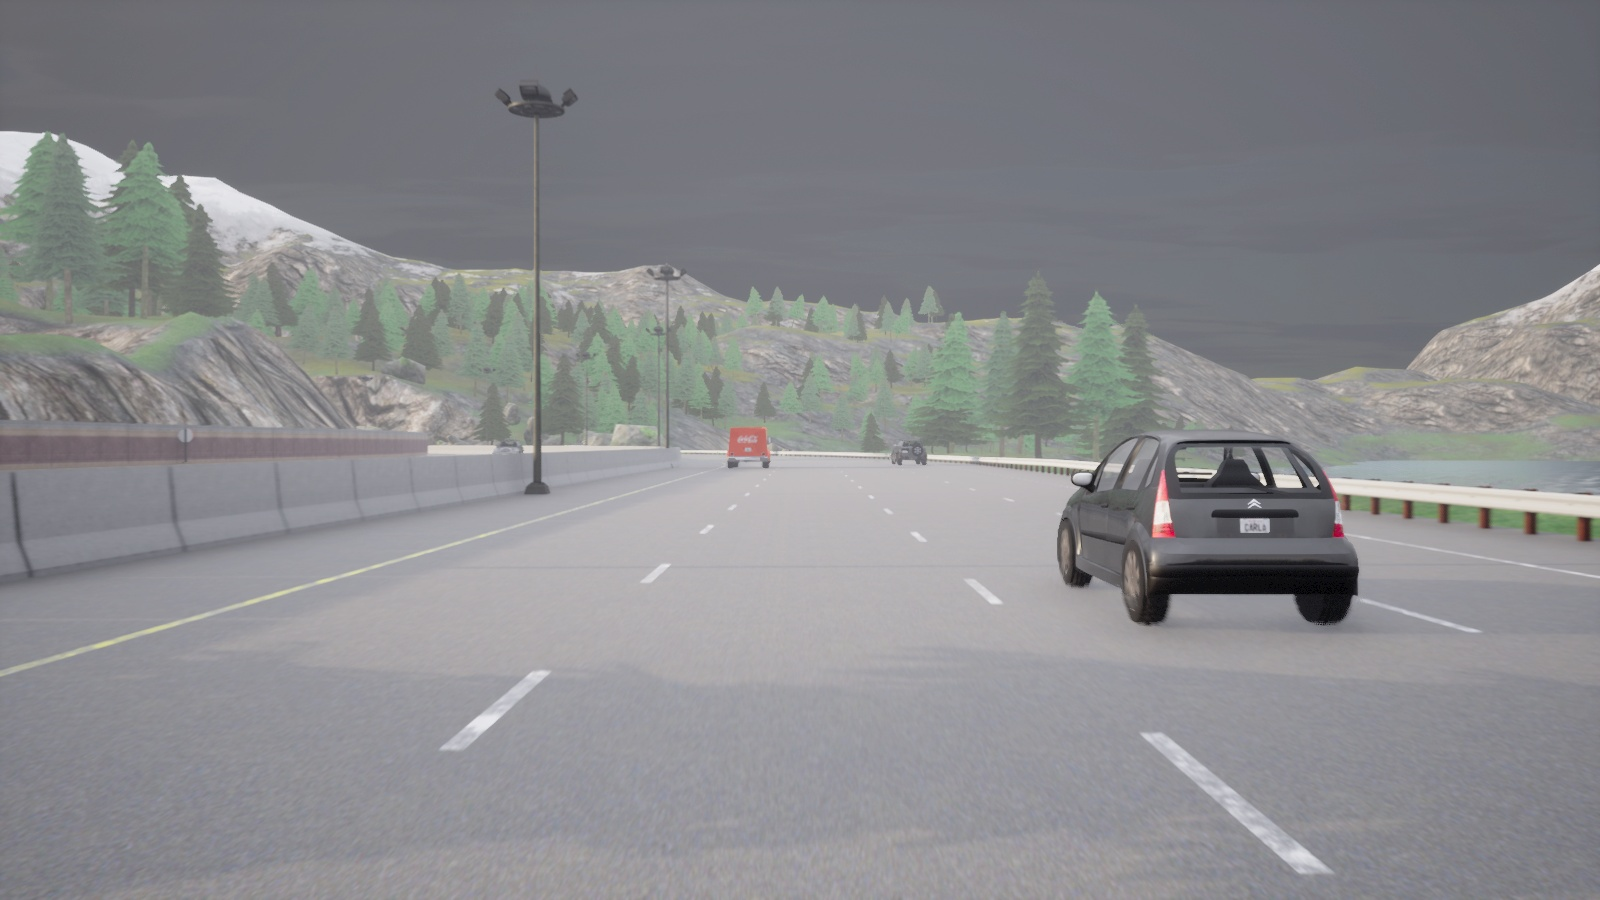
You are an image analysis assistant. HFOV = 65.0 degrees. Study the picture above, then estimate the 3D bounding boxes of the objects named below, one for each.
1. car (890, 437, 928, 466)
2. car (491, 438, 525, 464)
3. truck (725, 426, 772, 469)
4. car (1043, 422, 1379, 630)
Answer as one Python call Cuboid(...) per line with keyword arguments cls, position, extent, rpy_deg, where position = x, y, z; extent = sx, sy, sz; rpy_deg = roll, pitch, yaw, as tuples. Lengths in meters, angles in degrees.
Cuboid(cls="car", position=(7.262, 0.099, 84.265), extent=(1.932, 1.855, 4.605), rpy_deg=(0, 0, -3))
Cuboid(cls="car", position=(-21.543, 0.027, 92.722), extent=(1.932, 1.855, 4.605), rpy_deg=(0, 1, -7))
Cuboid(cls="truck", position=(-3.063, -0.164, 76.103), extent=(2.627, 2.467, 5.204), rpy_deg=(0, 1, 0))
Cuboid(cls="car", position=(3.583, 0.582, 11.759), extent=(1.851, 1.617, 3.988), rpy_deg=(0, 0, 0))
